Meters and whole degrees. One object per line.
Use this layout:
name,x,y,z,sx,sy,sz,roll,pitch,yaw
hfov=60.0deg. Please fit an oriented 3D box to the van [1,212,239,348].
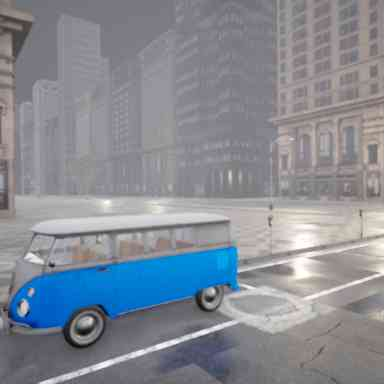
van,-1.001,1.309,5.944,3.998,1.788,1.690,-1,0,-36
